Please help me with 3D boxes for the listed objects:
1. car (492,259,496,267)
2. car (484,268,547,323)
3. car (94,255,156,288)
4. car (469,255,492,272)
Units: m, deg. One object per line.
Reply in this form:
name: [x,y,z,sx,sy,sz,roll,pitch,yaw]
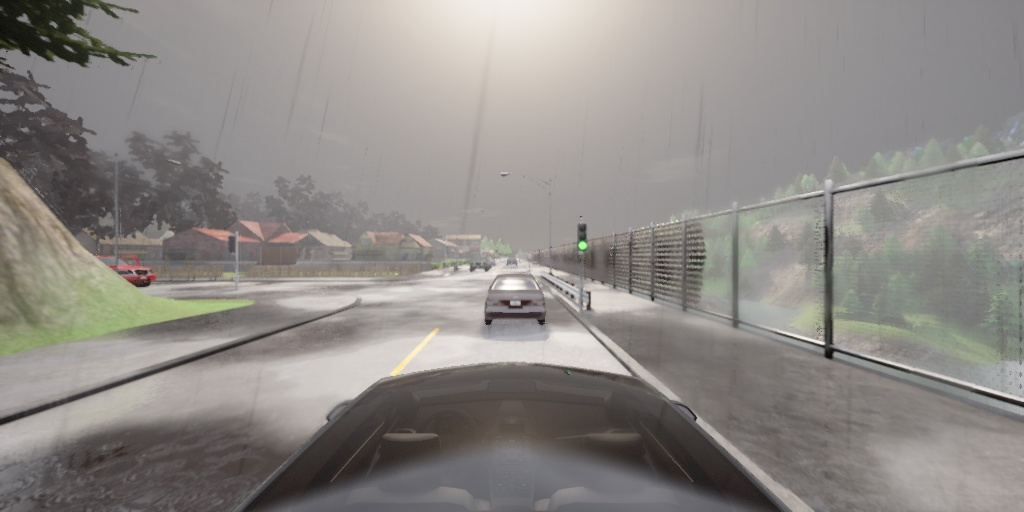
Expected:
car: [-4.053,1.233,55.959,2.033,1.411,5.357,0,0,0]
car: [0.091,1.285,11.973,2.033,1.411,5.357,0,0,0]
car: [-24.672,0.947,21.338,5.566,2.045,2.150,0,0,0]
car: [-4.091,0.919,45.716,2.150,2.045,5.566,0,0,0]
